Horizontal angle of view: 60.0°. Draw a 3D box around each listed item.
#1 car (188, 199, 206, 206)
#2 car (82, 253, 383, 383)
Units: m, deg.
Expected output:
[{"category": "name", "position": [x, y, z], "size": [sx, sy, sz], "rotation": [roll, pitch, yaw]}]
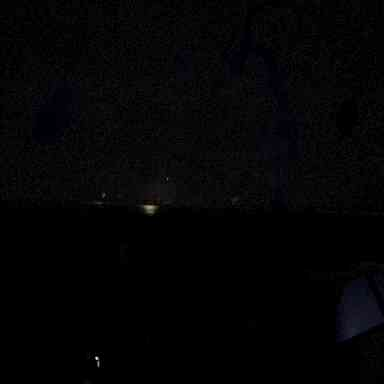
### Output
[{"category": "car", "position": [1.038, 2.229, 70.198], "size": [1.882, 1.535, 5.008], "rotation": [0, -1, -35]}, {"category": "car", "position": [1.541, 1.570, 4.171], "size": [5.357, 1.411, 2.033], "rotation": [0, 0, -36]}]
